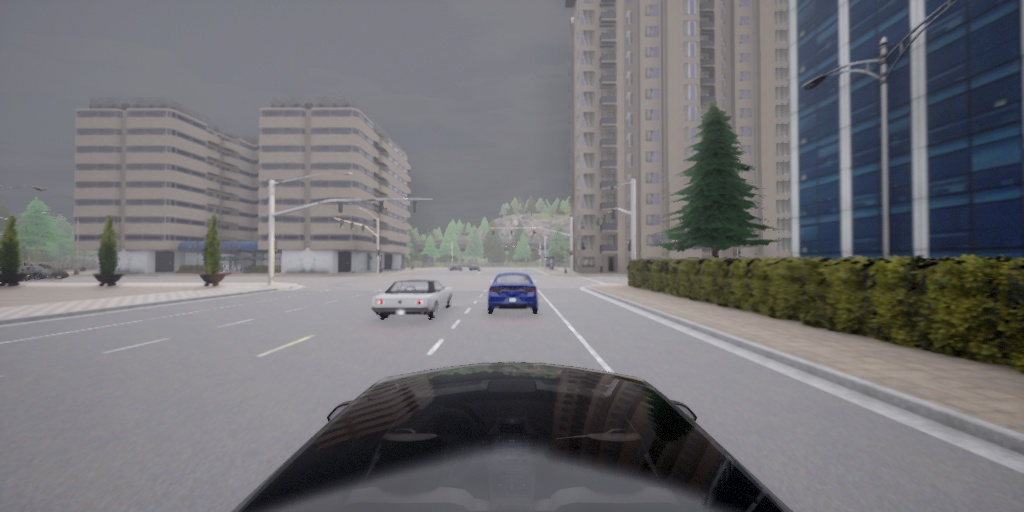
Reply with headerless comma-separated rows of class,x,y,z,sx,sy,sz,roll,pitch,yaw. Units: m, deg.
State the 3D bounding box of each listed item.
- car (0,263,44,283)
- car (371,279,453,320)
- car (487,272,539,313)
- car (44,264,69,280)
car,-47.023,1.670,32.896,4.902,1.511,2.128,0,-1,1
car,-3.463,1.513,13.454,1.895,1.301,4.718,0,-1,1
car,0.051,1.410,14.950,1.882,1.535,5.008,0,-1,1
car,-48.173,1.580,36.427,4.553,1.767,2.097,0,-1,1
